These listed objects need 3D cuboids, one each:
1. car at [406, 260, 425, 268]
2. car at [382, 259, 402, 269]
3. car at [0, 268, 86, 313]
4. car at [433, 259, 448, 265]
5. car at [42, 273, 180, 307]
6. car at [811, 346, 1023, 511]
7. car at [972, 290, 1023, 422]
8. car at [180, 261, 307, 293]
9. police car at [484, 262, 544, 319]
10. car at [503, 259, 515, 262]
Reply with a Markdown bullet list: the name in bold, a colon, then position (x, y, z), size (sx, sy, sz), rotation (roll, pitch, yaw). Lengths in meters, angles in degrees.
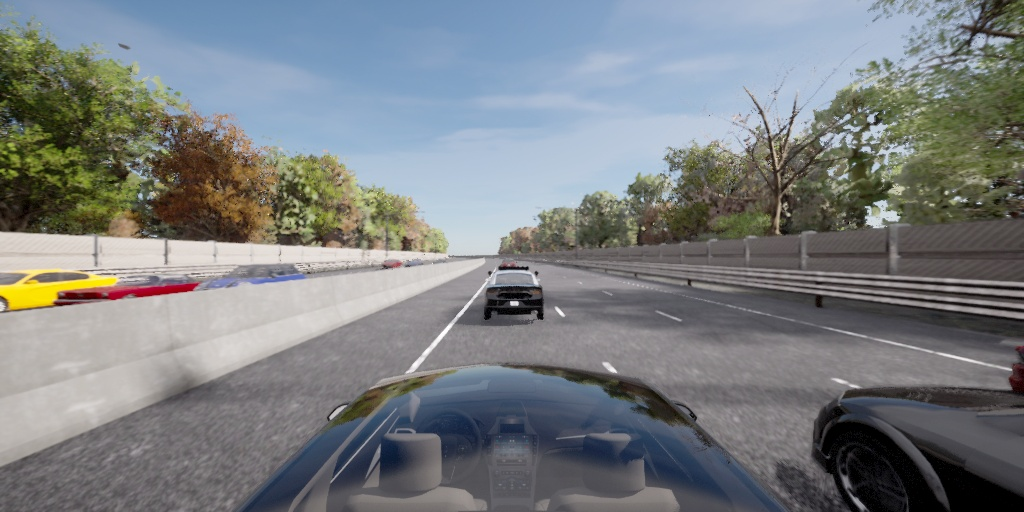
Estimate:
- **car**: position (-14.871, 1.313, 55.594), size (2.033, 1.411, 5.357), rotation (0, 0, -1)
- **car**: position (-18.369, 1.242, 55.193), size (1.882, 1.535, 5.008), rotation (0, 0, -1)
- **car**: position (-17.645, 1.234, 13.138), size (1.882, 1.535, 5.008), rotation (0, 0, 0)
- **car**: position (-11.434, 1.270, 57.536), size (1.837, 1.490, 4.892), rotation (0, 0, -1)
- **car**: position (-14.150, 1.357, 13.941), size (1.895, 1.301, 4.718), rotation (0, 0, 0)
- **car**: position (3.592, 1.313, 1.366), size (1.994, 1.385, 4.181), rotation (0, 0, 0)
- **car**: position (7.093, 1.226, 2.288), size (1.882, 1.535, 5.008), rotation (0, 0, 0)
- **car**: position (-10.659, 1.108, 15.017), size (2.097, 1.767, 4.553), rotation (0, 0, 0)
- **police car**: position (0.055, 1.179, 13.018), size (1.930, 1.638, 5.238), rotation (0, 0, 0)
- **car**: position (-0.392, 1.117, 43.075), size (2.097, 1.767, 4.553), rotation (0, 0, -1)
